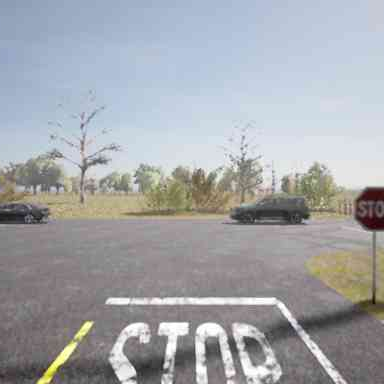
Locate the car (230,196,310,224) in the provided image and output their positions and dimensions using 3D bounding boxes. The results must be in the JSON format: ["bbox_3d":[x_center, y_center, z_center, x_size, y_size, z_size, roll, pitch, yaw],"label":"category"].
[{"bbox_3d":[5.590,1.313,23.983,5.566,2.045,2.150,0,0,-2],"label":"car"}]

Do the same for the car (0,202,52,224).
[{"bbox_3d":[-12.512,1.465,23.524,4.892,1.490,1.837,0,0,-2],"label":"car"}]
